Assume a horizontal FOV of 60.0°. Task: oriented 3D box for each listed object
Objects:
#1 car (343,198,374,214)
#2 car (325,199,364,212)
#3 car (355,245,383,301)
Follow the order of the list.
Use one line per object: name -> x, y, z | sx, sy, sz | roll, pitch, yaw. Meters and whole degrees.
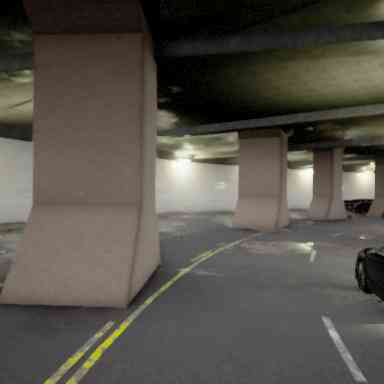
car -> 18.999, 1.547, 37.767 | 4.553, 1.767, 2.097 | 1, 0, -27
car -> 19.187, 1.703, 41.806 | 4.892, 1.490, 1.837 | 1, 0, -27
car -> 4.439, 1.537, 5.933 | 2.128, 1.511, 4.902 | 0, 0, 11
